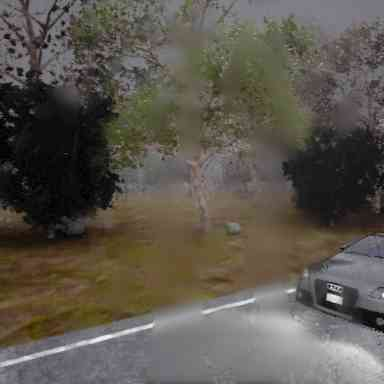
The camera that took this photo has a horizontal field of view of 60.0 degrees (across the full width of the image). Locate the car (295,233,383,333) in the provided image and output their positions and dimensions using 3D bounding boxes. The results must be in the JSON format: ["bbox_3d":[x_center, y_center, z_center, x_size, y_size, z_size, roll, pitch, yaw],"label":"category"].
[{"bbox_3d":[3.980,1.528,6.417,4.181,1.385,1.994,0,0,-32],"label":"car"}]
